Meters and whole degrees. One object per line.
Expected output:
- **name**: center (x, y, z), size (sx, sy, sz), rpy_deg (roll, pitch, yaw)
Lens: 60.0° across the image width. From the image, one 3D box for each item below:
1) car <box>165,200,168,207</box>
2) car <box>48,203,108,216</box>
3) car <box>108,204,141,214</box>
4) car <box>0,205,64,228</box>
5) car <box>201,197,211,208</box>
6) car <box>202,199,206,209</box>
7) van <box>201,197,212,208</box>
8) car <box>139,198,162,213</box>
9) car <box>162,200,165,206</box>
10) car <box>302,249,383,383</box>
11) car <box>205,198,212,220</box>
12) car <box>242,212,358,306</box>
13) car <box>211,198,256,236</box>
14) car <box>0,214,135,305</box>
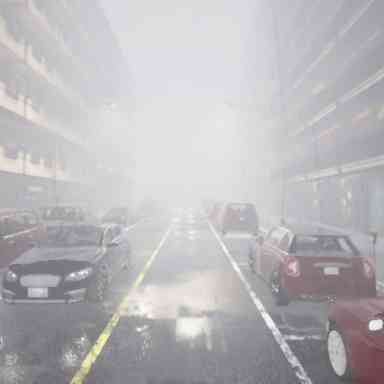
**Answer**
- **car**: center (-5.400, 2.124, 63.451), size (1.802, 1.307, 4.206), rpy_deg (1, -1, 0)
- **car**: center (-5.313, 1.414, 13.678), size (2.192, 1.841, 5.009), rpy_deg (1, 0, 0)
- **car**: center (-5.337, 1.750, 24.739), size (1.947, 1.339, 4.313), rpy_deg (1, 0, 0)
- **car**: center (-5.304, 1.374, 8.148), size (2.192, 1.841, 5.009), rpy_deg (1, 0, 0)
- **car**: center (2.470, 1.745, 52.349), size (2.192, 1.841, 5.009), rpy_deg (1, -1, 0)
- **car**: center (2.483, 1.907, 41.285), size (1.802, 1.307, 4.206), rpy_deg (1, -1, 0)
- **van**: center (2.461, 1.826, 57.881), size (1.690, 1.788, 3.998), rpy_deg (1, -1, 0)
- **car**: center (-5.358, 1.641, 41.330), size (2.192, 1.841, 5.009), rpy_deg (1, -1, 0)
- **car**: center (-5.372, 1.922, 46.859), size (1.887, 1.381, 4.507), rpy_deg (1, -1, 0)
- **car**: center (2.579, 1.564, 2.567), size (1.887, 1.381, 4.507), rpy_deg (1, 0, 0)
- **car**: center (2.503, 1.669, 30.224), size (1.967, 1.590, 4.097), rpy_deg (1, -1, 0)
- **car**: center (2.581, 1.499, 8.099), size (1.967, 1.590, 4.097), rpy_deg (1, 0, 0)
- **car**: center (2.524, 1.455, 19.162), size (2.192, 1.841, 5.009), rpy_deg (1, 0, 0)
- **car**: center (-2.764, 1.552, 8.409), size (2.128, 1.511, 4.902), rpy_deg (0, 0, 0)
